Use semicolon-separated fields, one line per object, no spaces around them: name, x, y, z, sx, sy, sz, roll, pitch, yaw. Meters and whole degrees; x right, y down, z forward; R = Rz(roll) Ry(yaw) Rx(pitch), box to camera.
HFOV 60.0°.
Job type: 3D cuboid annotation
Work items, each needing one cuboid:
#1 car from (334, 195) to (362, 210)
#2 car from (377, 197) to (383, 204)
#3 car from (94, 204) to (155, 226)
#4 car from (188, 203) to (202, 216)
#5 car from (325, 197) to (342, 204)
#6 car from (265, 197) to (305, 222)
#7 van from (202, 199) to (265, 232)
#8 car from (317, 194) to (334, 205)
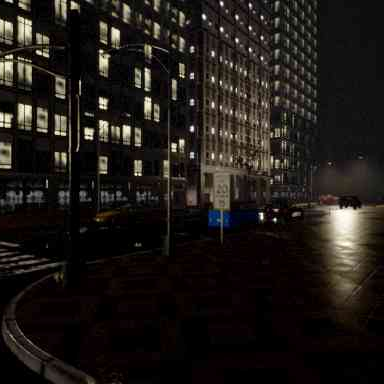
car;21.191;1.368;44.503;2.192;1.841;5.009;0;0;38
car;38.174;1.658;66.534;1.947;1.339;4.313;0;0;38
car;-4.751;1.540;23.971;1.752;1.417;4.829;0;0;38
car;1.362;1.603;31.689;1.802;1.307;4.206;0;0;38
car;28.538;1.624;66.940;2.008;1.369;4.403;0;0;38
car;7.603;1.472;26.877;1.967;1.590;4.097;0;0;38
van;2.636;1.368;20.252;1.690;1.788;3.998;0;0;38
car;25.141;1.380;62.535;2.192;1.841;5.009;0;0;38
